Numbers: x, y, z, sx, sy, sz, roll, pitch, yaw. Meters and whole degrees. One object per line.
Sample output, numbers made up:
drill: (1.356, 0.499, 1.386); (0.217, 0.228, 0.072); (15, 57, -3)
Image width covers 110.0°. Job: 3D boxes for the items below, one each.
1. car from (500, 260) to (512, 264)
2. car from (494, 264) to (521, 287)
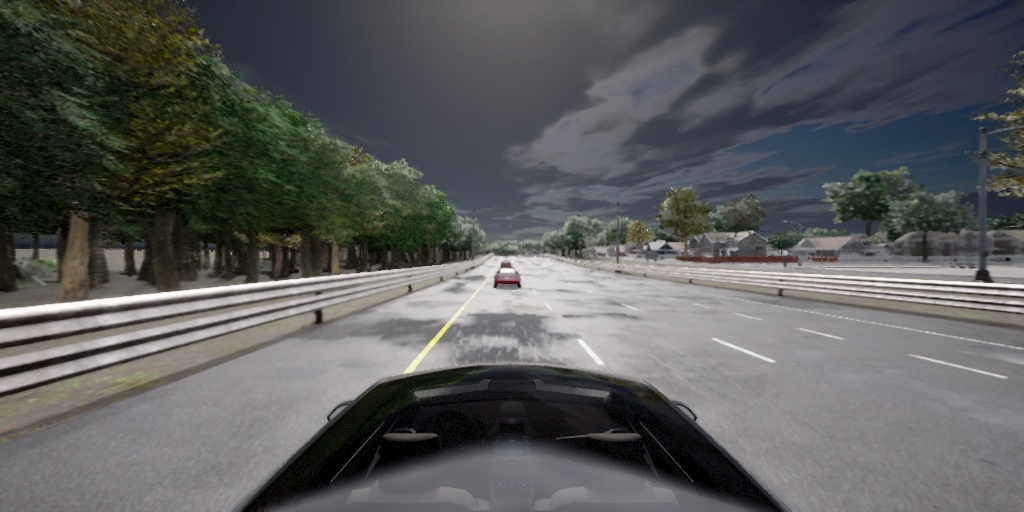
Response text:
car: (-1.064, 1.433, 62.659); (1.882, 1.535, 5.008); (1, 0, -1)
car: (-0.352, 1.515, 26.945); (1.994, 1.385, 4.181); (1, 0, -1)
